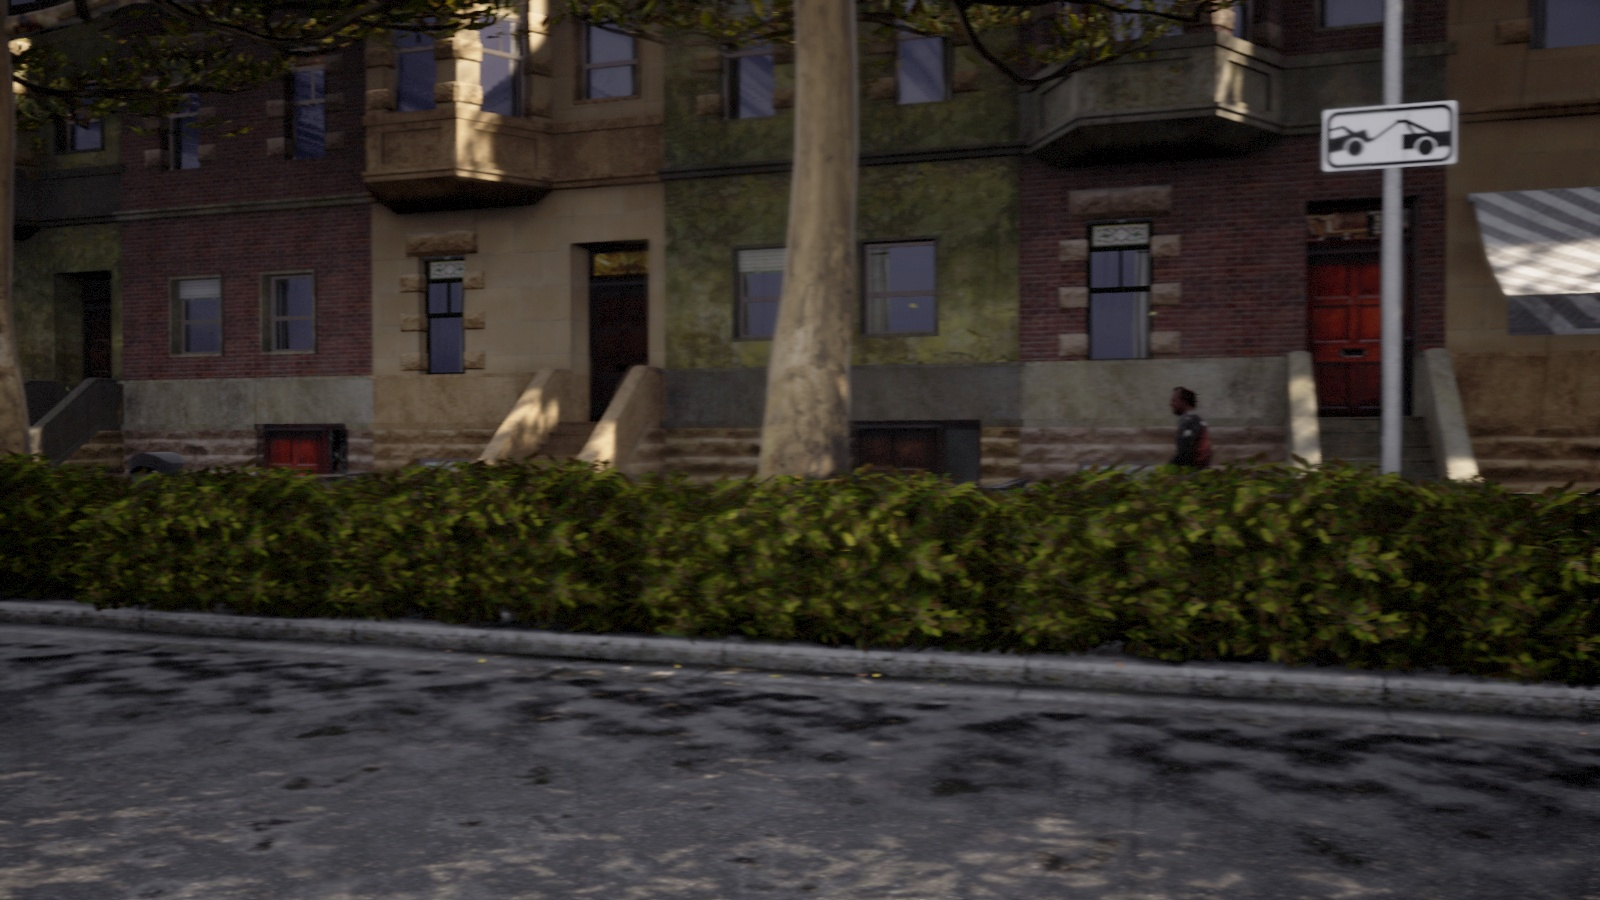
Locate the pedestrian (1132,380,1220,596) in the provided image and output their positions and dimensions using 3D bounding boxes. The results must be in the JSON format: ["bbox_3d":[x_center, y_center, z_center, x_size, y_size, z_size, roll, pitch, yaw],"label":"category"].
[{"bbox_3d":[3.307,0.319,11.050,0.720,1.854,0.376,1,1,18],"label":"pedestrian"}]
